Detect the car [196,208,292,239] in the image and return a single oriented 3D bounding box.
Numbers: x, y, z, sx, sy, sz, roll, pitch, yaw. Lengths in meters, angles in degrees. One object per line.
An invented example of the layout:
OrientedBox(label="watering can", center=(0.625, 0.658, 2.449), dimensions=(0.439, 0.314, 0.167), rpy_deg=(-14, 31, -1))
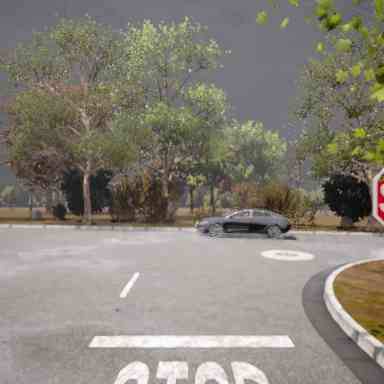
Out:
OrientedBox(label="car", center=(2.693, 1.591, 17.399), dimensions=(4.902, 1.511, 2.128), rpy_deg=(1, -1, 0))
